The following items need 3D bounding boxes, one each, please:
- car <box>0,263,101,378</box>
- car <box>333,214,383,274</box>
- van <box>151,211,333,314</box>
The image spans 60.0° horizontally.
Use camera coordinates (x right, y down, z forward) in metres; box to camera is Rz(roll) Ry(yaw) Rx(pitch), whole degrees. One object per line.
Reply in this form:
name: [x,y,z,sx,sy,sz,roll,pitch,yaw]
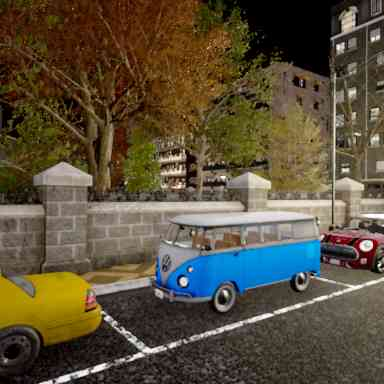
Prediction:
car: [-3.604,1.524,3.979,4.829,1.417,1.752,0,1,-35]
car: [5.683,1.458,10.585,4.097,1.590,1.967,0,1,-35]
van: [1.110,1.350,7.330,3.998,1.788,1.690,0,1,-35]
